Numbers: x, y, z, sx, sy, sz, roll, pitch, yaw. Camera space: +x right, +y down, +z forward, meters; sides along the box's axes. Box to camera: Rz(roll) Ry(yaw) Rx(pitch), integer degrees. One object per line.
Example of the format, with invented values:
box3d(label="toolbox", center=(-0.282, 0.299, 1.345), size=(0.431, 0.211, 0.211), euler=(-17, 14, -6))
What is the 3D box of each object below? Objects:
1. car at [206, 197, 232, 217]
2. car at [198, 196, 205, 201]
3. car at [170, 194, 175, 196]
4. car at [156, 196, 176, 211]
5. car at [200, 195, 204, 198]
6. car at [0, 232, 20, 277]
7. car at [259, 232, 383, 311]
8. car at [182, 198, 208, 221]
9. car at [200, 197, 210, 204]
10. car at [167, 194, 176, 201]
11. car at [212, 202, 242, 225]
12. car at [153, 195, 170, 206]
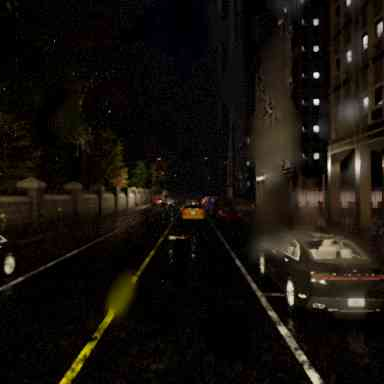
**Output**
box3d(label="car", center=(2.705, 1.437, 30.362), size=(2.192, 1.841, 5.009), euler=(0, 0, 0))
box3d(label="car", center=(2.721, 1.849, 92.115), size=(1.802, 1.307, 4.206), euler=(1, 0, 0))
box3d(label="car", center=(-5.661, 1.557, 75.858), size=(2.192, 1.841, 5.009), euler=(1, 0, 0))
box3d(label="car", center=(-3.079, 1.653, 43.556), size=(2.128, 1.511, 4.902), euler=(0, 0, 0))
box3d(label="car", center=(2.713, 1.644, 58.767), size=(1.967, 1.590, 4.097), euler=(1, 0, 0))
box3d(label="car", center=(-5.684, 1.585, 7.665), size=(2.008, 1.369, 4.403), euler=(0, 0, 0))
box3d(label="car", center=(2.697, 1.585, 7.636), size=(2.008, 1.369, 4.403), euler=(0, 0, 0))
box3d(label="car", center=(0.100, 1.573, 27.956), size=(1.801, 1.575, 5.366), euler=(0, 0, 0))
box3d(label="car", center=(2.714, 1.796, 70.127), size=(1.947, 1.339, 4.313), euler=(1, 0, 0))
box3d(label="car", center=(-5.656, 1.583, 92.176), size=(2.192, 1.841, 5.009), euler=(1, 0, 0))
box3d(label="car", center=(2.702, 1.684, 24.677), size=(1.802, 1.307, 4.206), euler=(0, 0, 0))
box3d(label="car", center=(-5.666, 1.519, 58.811), size=(2.192, 1.841, 5.009), euler=(1, 0, 0))
